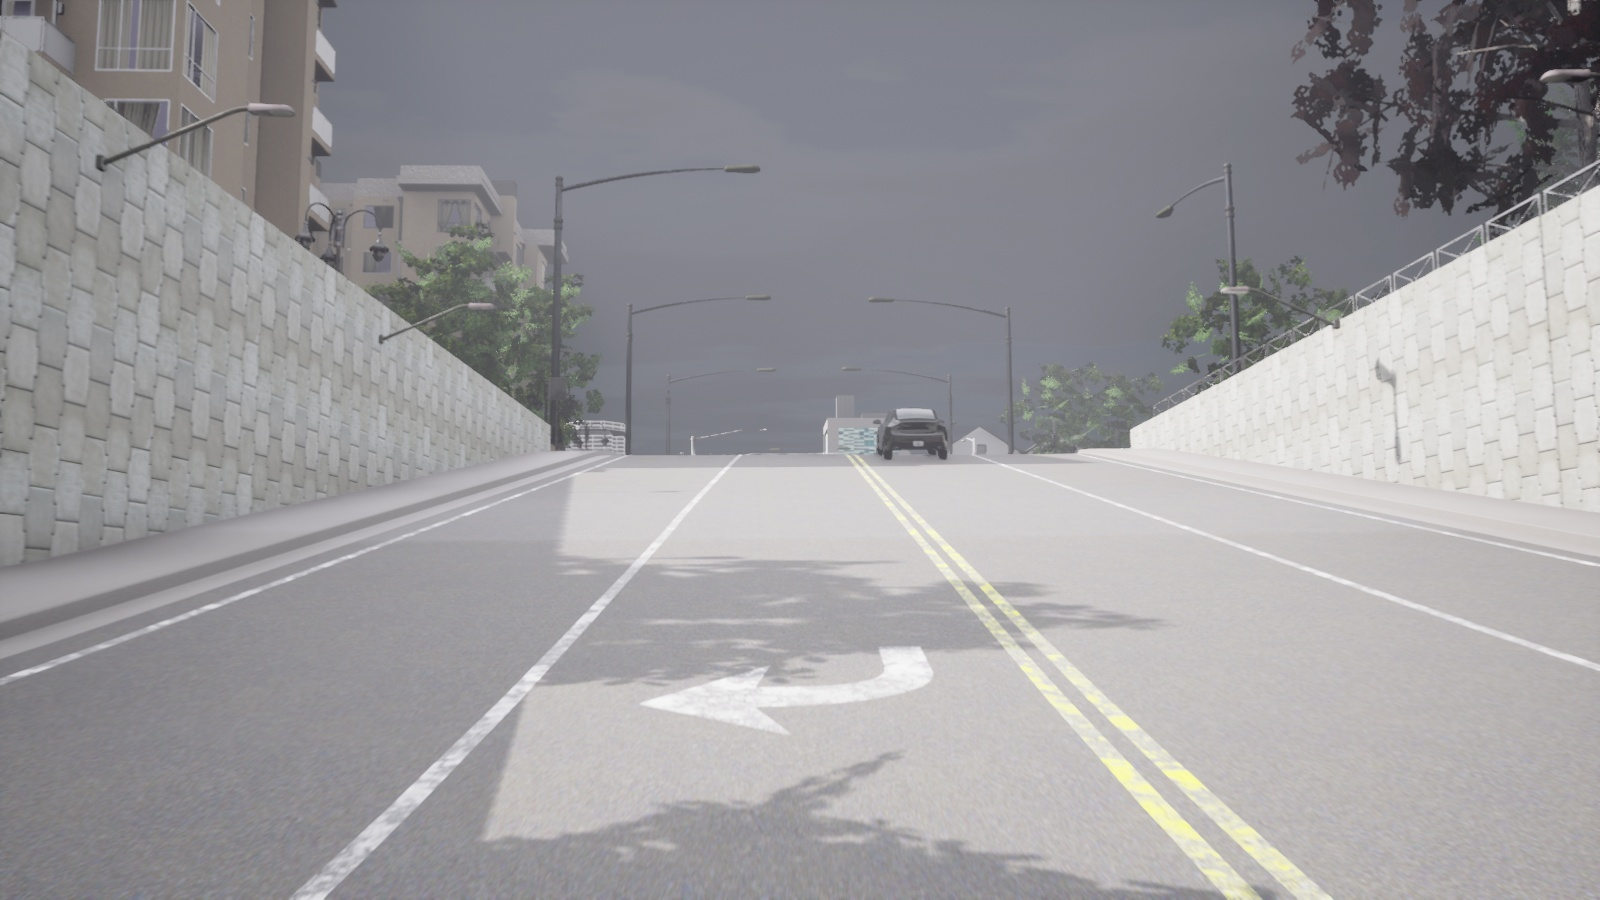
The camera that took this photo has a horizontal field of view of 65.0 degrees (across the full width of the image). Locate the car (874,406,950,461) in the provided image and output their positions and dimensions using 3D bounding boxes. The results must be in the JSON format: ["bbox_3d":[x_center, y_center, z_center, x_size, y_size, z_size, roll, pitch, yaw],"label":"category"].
[{"bbox_3d":[3.346,-0.555,38.281,1.837,1.490,4.892,-1,2,0],"label":"car"}]
